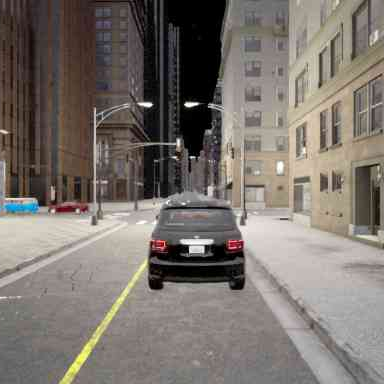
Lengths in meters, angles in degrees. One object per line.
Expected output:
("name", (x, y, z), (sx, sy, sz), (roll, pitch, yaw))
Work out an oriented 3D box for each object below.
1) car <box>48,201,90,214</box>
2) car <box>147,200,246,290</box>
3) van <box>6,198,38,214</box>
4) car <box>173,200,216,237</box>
("car", (-13.908, 1.724, 37.569), (4.507, 1.381, 1.887), (-1, 0, 0))
("car", (0.117, 1.223, 9.223), (2.150, 2.045, 5.566), (0, 0, 1))
("van", (-19.534, 1.588, 37.599), (3.998, 1.788, 1.690), (-1, 0, 0))
("car", (0.131, 1.357, 18.672), (2.097, 1.767, 4.553), (0, 0, 0))
